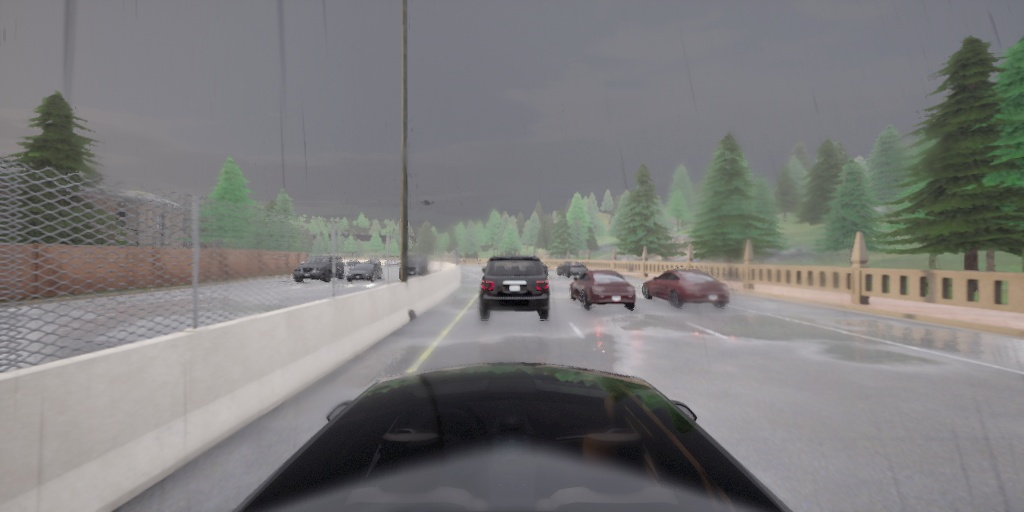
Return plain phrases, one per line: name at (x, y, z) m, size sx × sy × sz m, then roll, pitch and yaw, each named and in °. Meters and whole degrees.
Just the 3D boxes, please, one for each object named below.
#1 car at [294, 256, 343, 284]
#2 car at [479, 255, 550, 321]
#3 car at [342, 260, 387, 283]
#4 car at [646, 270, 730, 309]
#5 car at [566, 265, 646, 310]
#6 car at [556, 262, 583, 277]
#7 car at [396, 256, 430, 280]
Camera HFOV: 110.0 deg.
car at (-14.954, 1.002, 28.227) m, size 2.150 × 2.045 × 5.566 m, roll 0°, pitch 0°, yaw -8°
car at (0.083, 0.986, 12.735) m, size 2.150 × 2.045 × 5.566 m, roll 0°, pitch 0°, yaw 0°
car at (-11.501, 1.286, 28.397) m, size 1.837 × 1.490 × 4.892 m, roll 0°, pitch 0°, yaw -8°
car at (7.066, 1.291, 14.932) m, size 1.812 × 1.442 × 4.674 m, roll 0°, pitch 0°, yaw -1°
car at (3.573, 1.291, 14.625) m, size 1.812 × 1.442 × 4.674 m, roll 0°, pitch 0°, yaw 0°
car at (5.564, 1.279, 33.724) m, size 2.128 × 1.511 × 4.902 m, roll 0°, pitch 0°, yaw -9°
car at (-8.345, 1.006, 31.339) m, size 2.150 × 2.045 × 5.566 m, roll 0°, pitch 0°, yaw -9°
